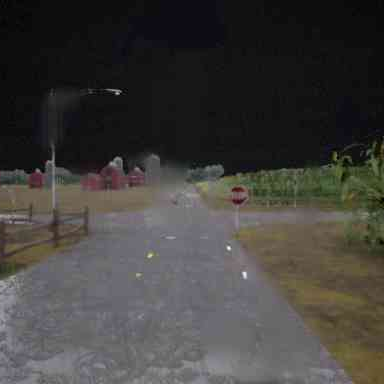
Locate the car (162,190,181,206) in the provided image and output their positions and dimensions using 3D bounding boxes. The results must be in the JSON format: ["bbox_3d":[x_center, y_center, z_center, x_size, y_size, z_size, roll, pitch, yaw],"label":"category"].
[{"bbox_3d":[-2.763,0.959,43.054,1.882,1.535,5.008,0,2,0],"label":"car"}]

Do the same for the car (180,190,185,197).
[{"bbox_3d":[-2.776,0.250,79.923,2.097,1.767,4.553,0,1,0],"label":"car"}]
